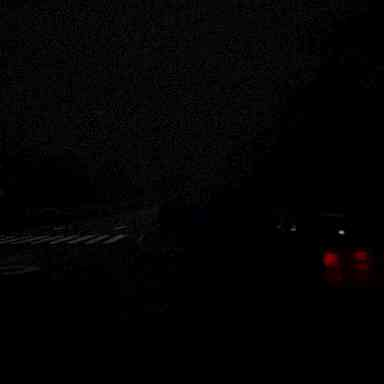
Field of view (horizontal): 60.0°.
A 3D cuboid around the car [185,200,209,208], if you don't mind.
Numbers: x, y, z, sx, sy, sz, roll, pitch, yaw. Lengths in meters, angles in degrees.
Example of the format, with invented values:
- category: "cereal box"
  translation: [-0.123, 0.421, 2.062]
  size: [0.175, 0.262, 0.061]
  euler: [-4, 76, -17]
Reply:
- category: "car"
  translation: [1.318, 3.152, 86.634]
  size: [5.566, 2.045, 2.435]
  euler: [1, -2, -19]

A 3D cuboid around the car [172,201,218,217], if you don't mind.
- category: "car"
  translation: [0.378, 2.239, 44.312]
  size: [5.566, 2.045, 2.435]
  euler: [1, -1, -19]

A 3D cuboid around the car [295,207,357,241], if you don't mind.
- category: "car"
  translation: [6.560, 1.493, 16.616]
  size: [1.812, 1.442, 4.674]
  euler: [0, 1, 3]

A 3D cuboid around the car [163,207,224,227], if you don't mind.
- category: "car"
  translation: [0.092, 2.164, 29.214]
  size: [4.892, 1.521, 2.231]
  euler: [1, -1, -19]

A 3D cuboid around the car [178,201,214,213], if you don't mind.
- category: "car"
  translation: [0.626, 2.501, 56.401]
  size: [5.566, 2.045, 2.435]
  euler: [1, -1, -19]

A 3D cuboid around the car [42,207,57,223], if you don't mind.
- category: "car"
  translation: [-16.772, 2.466, 33.902]
  size: [4.892, 1.521, 2.231]
  euler: [-1, -2, -19]

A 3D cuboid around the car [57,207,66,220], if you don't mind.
- category: "car"
  translation: [-16.737, 2.404, 36.855]
  size: [4.553, 1.767, 2.185]
  euler: [-1, -2, -19]

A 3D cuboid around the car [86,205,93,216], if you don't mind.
- category: "car"
  translation: [-16.540, 2.751, 45.717]
  size: [4.792, 1.488, 2.163]
  euler: [-1, -1, -19]

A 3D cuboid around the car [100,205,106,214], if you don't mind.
- category: "car"
  translation: [-16.562, 2.849, 51.580]
  size: [5.366, 1.575, 1.946]
  euler: [-1, -1, -19]

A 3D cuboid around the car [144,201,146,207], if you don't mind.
- category: "car"
  translation: [-15.621, 3.362, 87.159]
  size: [5.566, 2.045, 2.435]
  euler: [-1, -2, -19]

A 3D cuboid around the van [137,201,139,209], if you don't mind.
- category: "van"
  translation: [-15.880, 3.264, 81.187]
  size: [4.442, 1.987, 1.878]
  euler: [-1, -1, -19]

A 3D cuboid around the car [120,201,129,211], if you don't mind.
- category: "car"
  translation: [-16.047, 3.109, 69.387]
  size: [4.553, 1.767, 2.185]
  euler: [-1, -2, -19]

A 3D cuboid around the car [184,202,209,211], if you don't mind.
- category: "car"
  translation: [0.885, 2.888, 68.481]
  size: [4.553, 1.767, 2.185]
  euler: [1, -2, -19]

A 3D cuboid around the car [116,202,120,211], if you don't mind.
- category: "car"
  translation: [-16.178, 3.071, 60.535]
  size: [4.792, 1.488, 2.163]
  euler: [-1, -2, -19]

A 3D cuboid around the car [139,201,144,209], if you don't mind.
- category: "car"
  translation: [-15.685, 3.299, 84.201]
  size: [5.566, 2.045, 2.435]
  euler: [-1, -2, -19]

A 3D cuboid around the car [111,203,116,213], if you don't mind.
- category: "car"
  translation: [-16.436, 2.977, 57.495]
  size: [5.366, 1.575, 1.946]
  euler: [-1, -1, -19]

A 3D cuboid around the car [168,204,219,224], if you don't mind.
- category: "car"
  translation: [0.119, 2.103, 32.230]
  size: [4.553, 1.767, 2.185]
  euler: [1, -2, -19]

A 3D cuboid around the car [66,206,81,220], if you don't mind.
- category: "car"
  translation: [-16.469, 2.587, 39.884]
  size: [5.366, 1.575, 1.946]
  euler: [-1, -2, -19]

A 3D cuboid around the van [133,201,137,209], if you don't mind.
- category: "van"
  translation: [-15.944, 3.201, 78.229]
  size: [4.442, 1.987, 1.878]
  euler: [-1, -1, -19]

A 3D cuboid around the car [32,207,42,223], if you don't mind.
- category: "car"
  translation: [-16.828, 2.441, 30.945]
  size: [4.674, 1.452, 2.002]
  euler: [-1, -1, -19]

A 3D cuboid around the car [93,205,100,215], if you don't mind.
- category: "car"
  translation: [-16.450, 2.785, 48.682]
  size: [5.008, 1.535, 2.097]
  euler: [-1, -2, -19]

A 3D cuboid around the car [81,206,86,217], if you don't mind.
- category: "car"
  translation: [-16.580, 2.658, 42.769]
  size: [4.892, 1.521, 2.231]
  euler: [-1, -2, -19]

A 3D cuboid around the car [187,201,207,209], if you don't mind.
- category: "car"
  translation: [1.203, 3.148, 80.575]
  size: [4.553, 1.767, 2.185]
  euler: [1, -1, -19]

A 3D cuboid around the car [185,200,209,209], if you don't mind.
- category: "car"
  translation: [1.213, 3.087, 83.576]
  size: [5.566, 2.045, 2.435]
  euler: [1, -1, -19]

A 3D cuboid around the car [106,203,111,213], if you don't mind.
- category: "car"
  translation: [-16.327, 2.913, 54.609]
  size: [5.008, 1.535, 2.097]
  euler: [-1, -1, -19]

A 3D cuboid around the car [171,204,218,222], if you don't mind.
- category: "car"
  translation: [0.244, 2.169, 35.266]
  size: [4.553, 1.767, 2.185]
  euler: [1, -1, -19]

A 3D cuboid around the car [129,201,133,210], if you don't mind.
- category: "car"
  translation: [-15.952, 3.299, 72.357]
  size: [4.892, 1.521, 2.231]
  euler: [-1, -1, -19]

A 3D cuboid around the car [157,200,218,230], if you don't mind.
- category: "car"
  translation: [0.043, 1.847, 26.216]
  size: [5.566, 2.045, 2.435]
  euler: [1, -2, -19]

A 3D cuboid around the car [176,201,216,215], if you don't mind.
- category: "car"
  translation: [0.561, 2.371, 50.375]
  size: [5.566, 2.045, 2.435]
  euler: [1, -2, -19]

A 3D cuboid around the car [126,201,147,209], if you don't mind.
- category: "car"
  translation: [-15.543, 3.489, 93.041]
  size: [5.566, 2.045, 2.435]
  euler: [-1, -1, -19]

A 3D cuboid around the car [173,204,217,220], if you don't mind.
- category: "car"
  translation: [0.301, 2.235, 38.292]
  size: [4.553, 1.767, 2.185]
  euler: [1, -1, -19]

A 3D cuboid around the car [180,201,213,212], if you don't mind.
- category: "car"
  translation: [0.814, 2.633, 62.460]
  size: [5.566, 2.045, 2.435]
  euler: [1, -2, -19]

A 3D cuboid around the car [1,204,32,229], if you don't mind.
- category: "car"
  translation: [-16.921, 2.086, 27.977]
  size: [5.566, 2.045, 2.435]
  euler: [-1, -1, -19]
